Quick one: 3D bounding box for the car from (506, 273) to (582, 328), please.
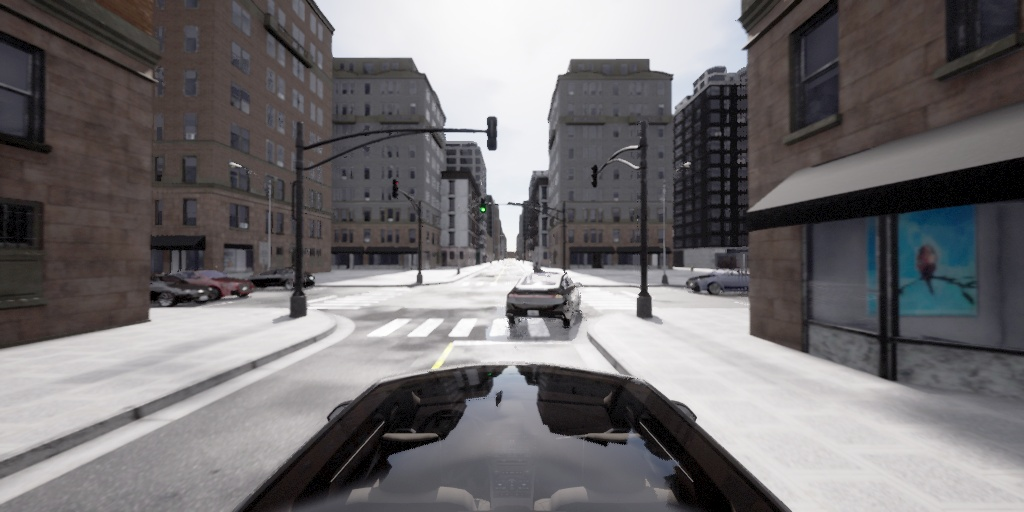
[{"bbox_3d":[1.170,1.283,11.750,2.128,1.511,4.902,0,0,15],"label":"car"}]

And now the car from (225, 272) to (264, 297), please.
[{"bbox_3d":[-14.800,1.373,17.199,4.181,1.385,1.994,0,-1,0],"label":"car"}]

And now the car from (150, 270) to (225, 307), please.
[{"bbox_3d":[-14.765,1.350,14.652,4.313,1.339,1.948,0,0,0],"label":"car"}]

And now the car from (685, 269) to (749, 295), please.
[{"bbox_3d":[12.042,1.402,20.108,4.181,1.385,1.994,0,-1,0],"label":"car"}]

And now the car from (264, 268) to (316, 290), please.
[{"bbox_3d":[-14.757,1.428,22.678,4.313,1.339,1.948,0,0,0],"label":"car"}]
